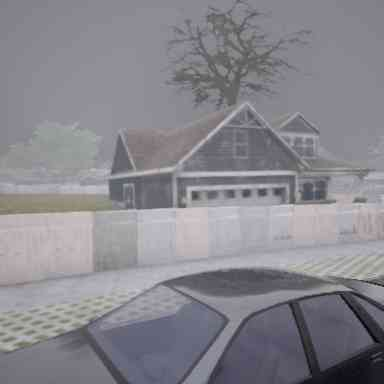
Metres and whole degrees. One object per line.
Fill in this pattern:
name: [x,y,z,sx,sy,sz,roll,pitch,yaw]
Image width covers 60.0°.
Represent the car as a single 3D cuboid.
car: [0.384,1.526,3.111,5.357,1.411,2.033,0,0,-33]
